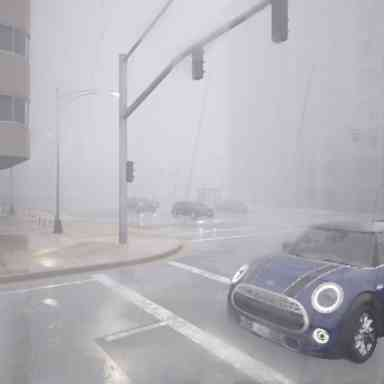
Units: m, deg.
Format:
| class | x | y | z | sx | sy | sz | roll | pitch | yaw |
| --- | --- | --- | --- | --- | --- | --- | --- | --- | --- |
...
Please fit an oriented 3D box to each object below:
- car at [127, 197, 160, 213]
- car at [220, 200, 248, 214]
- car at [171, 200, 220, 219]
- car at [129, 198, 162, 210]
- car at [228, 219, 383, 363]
| class | x | y | z | sx | sy | sz | roll | pitch | yaw |
| --- | --- | --- | --- | --- | --- | --- | --- | --- | --- |
| car | -5.932 | 1.352 | 37.334 | 2.097 | 1.767 | 4.553 | 0 | 0 | -37 |
| car | 4.053 | 1.564 | 35.839 | 1.994 | 1.385 | 4.181 | 0 | 0 | -36 |
| car | -0.027 | 1.505 | 29.235 | 1.837 | 1.490 | 4.892 | 0 | 0 | -36 |
| car | -6.205 | 1.547 | 43.963 | 2.033 | 1.411 | 5.357 | 0 | 0 | -36 |
| car | 2.799 | 1.352 | 5.998 | 4.553 | 1.767 | 2.097 | 0 | 0 | -36 |
